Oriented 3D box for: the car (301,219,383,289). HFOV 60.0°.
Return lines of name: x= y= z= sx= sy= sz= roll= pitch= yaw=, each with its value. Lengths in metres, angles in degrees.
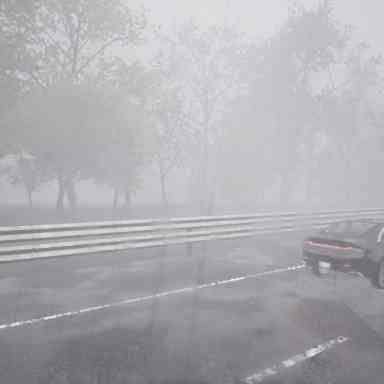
car: x=5.099 y=1.494 z=9.171 sx=4.902 sy=1.511 sz=2.128 roll=0 pitch=0 yaw=-35
